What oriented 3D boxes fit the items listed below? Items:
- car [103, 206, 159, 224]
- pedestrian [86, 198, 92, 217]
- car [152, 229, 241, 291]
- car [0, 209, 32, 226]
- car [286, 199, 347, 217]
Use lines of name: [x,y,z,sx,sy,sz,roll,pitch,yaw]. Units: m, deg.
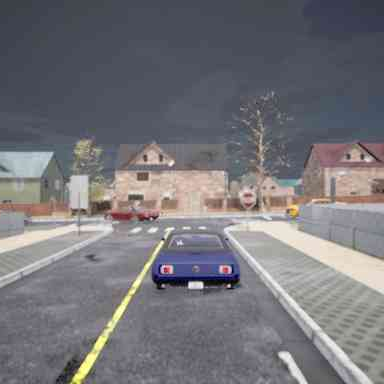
car: [-5.054,1.838,27.173,4.718,1.301,1.895,-1,0,34]
pedestrian: [-9.668,1.454,31.145,0.375,1.860,0.375,0,2,0]
car: [0.089,1.656,9.135,1.895,1.301,4.718,0,0,0]
car: [-14.685,2.007,25.276,4.674,1.442,1.812,-1,0,0]
car: [10.542,1.338,28.279,5.008,1.535,1.882,-1,0,0]
